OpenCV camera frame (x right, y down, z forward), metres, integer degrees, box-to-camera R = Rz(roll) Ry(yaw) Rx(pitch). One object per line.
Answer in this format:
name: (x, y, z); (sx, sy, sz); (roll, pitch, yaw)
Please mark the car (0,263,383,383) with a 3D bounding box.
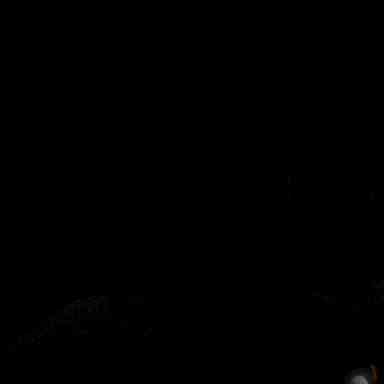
car: (-0.261, 1.489, 2.885); (5.008, 1.535, 1.882); (1, 0, -36)
